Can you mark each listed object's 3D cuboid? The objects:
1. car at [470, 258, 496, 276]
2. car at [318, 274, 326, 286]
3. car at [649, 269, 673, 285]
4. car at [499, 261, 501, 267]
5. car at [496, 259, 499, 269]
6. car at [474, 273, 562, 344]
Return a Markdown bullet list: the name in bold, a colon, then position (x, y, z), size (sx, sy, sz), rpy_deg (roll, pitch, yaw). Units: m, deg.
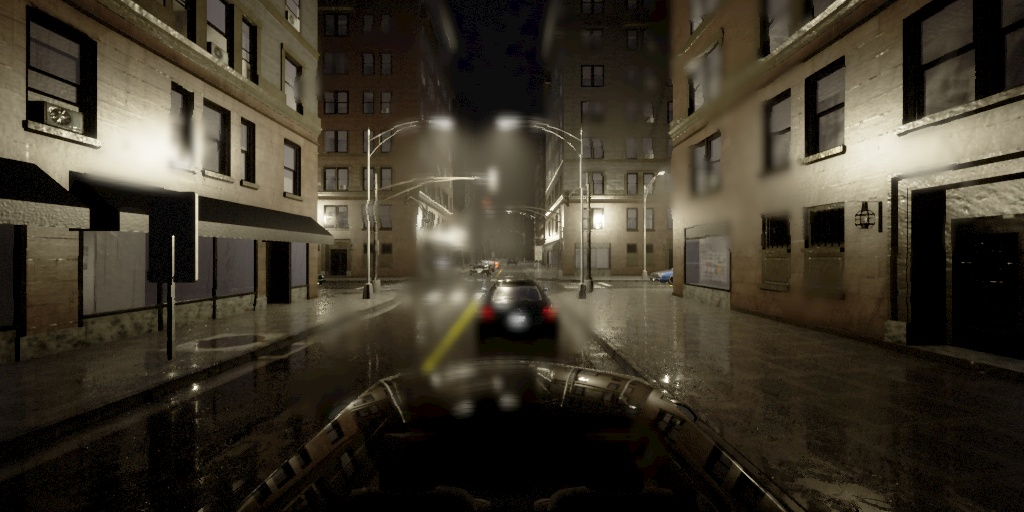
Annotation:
- **car**: position (-3.094, 1.240, 36.383), size (2.128, 1.511, 4.902), rpy_deg (0, 0, 0)
- **car**: position (-14.086, 1.387, 21.930), size (4.718, 1.301, 1.895), rpy_deg (0, 0, 0)
- **car**: position (12.616, 1.260, 25.215), size (5.357, 1.411, 2.033), rpy_deg (0, 0, 0)
- **car**: position (-3.085, 1.093, 55.907), size (2.097, 1.767, 4.553), rpy_deg (0, 0, -1)
- **car**: position (-3.098, 1.294, 46.125), size (2.033, 1.411, 5.357), rpy_deg (0, 0, 0)
- **car**: position (0.114, 1.314, 9.555), size (1.994, 1.385, 4.181), rpy_deg (0, 0, -1)
